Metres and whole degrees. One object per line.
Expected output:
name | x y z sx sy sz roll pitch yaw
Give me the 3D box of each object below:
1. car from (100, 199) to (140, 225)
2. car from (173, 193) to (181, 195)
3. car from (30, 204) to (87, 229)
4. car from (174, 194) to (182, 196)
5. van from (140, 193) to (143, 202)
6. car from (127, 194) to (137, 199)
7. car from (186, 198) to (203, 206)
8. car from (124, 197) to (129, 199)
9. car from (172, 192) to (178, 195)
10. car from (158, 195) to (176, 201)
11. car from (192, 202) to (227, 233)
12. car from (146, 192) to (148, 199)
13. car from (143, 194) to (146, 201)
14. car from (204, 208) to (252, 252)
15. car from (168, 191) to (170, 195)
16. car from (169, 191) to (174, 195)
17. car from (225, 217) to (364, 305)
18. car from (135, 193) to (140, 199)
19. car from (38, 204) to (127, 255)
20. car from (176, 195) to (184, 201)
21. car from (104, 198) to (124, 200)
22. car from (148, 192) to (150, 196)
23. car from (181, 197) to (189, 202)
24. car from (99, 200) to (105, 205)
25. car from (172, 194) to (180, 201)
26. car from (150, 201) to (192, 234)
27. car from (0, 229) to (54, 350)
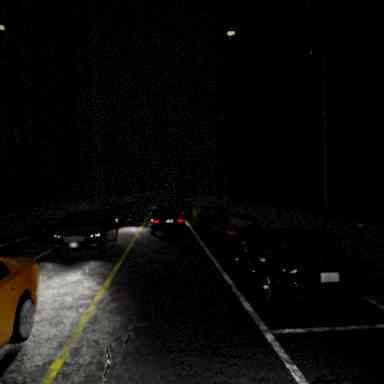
car | -5.002 1.478 23.790 1.837 1.490 4.892 -1 0 -5
car | -1.921 1.353 57.031 1.947 1.339 4.313 -1 0 -5
car | -7.200 1.570 18.049 1.887 1.381 4.507 -1 0 -5
car | -1.461 1.372 51.564 1.947 1.339 4.313 -1 0 -5
van | -11.339 1.207 67.264 1.690 1.788 3.998 -1 0 -5
car | -9.943 1.449 50.691 1.752 1.417 4.829 -1 0 -5
car | 0.821 1.418 24.395 1.752 1.417 4.829 -1 0 -5
car | -9.038 1.542 39.923 1.802 1.307 4.206 -1 0 -5
car | -2.395 1.293 62.668 1.752 1.417 4.829 -1 0 -5
car | -3.315 1.439 41.827 1.994 1.385 4.181 -1 0 -5
car | 1.295 1.474 18.758 1.947 1.339 4.313 -1 0 -5
car | -12.258 1.142 78.201 2.192 1.841 5.009 -1 0 -5
car | -11.797 1.287 72.733 1.967 1.590 4.097 -1 0 -5
car | 1.754 1.506 13.291 1.802 1.307 4.206 -1 0 -5
car | -4.221 1.006 84.367 2.192 1.841 5.009 -1 0 -5
car | -3.303 1.045 73.432 2.192 1.841 5.009 -1 0 -5
car | 2.213 1.505 7.823 1.947 1.339 4.313 -1 0 -5
car | -10.418 1.344 56.328 1.967 1.590 4.097 -1 0 -5
car | -4.148 1.493 13.529 2.128 1.511 4.902 -1 0 -5
car | -0.543 1.394 40.629 2.008 1.369 4.403 -1 0 -5
car | -8.580 1.418 34.454 1.967 1.590 4.097 -1 0 -5
car | -13.633 1.330 94.608 1.947 1.339 4.313 -1 0 -5
car | 0.376 1.428 29.693 2.008 1.369 4.403 -1 0 -5
car | -7.646 1.536 23.348 1.752 1.417 4.829 -1 0 -5
car | -3.774 1.235 79.070 1.752 1.417 4.829 -1 0 -5
car | -1.384 1.491 18.885 2.033 1.411 5.357 -1 0 -5
car | -3.311 1.508 3.534 1.882 1.535 5.008 -1 0 -5
